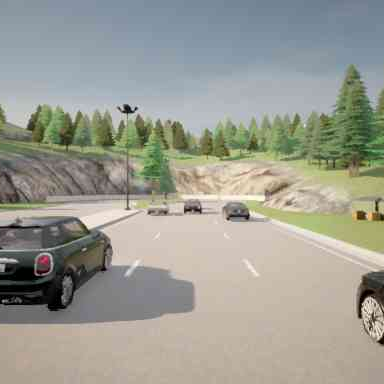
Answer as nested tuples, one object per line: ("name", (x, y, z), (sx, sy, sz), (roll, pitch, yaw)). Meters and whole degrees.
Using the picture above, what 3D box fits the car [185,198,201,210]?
("car", (0.187, 1.564, 44.473), (1.994, 1.385, 4.181), (0, 0, 2))

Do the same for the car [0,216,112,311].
("car", (-3.402, 1.352, 7.942), (2.097, 1.767, 4.553), (0, 0, 0))

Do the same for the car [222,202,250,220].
("car", (3.600, 1.547, 27.867), (2.033, 1.411, 5.357), (0, 0, 0))

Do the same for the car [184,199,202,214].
("car", (0.099, 1.601, 35.712), (1.895, 1.301, 4.718), (0, 0, 0))

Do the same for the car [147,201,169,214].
("car", (-3.400, 1.601, 34.356), (1.895, 1.301, 4.718), (0, 0, 0))

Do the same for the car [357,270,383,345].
("car", (3.597, 1.490, 3.493), (2.128, 1.511, 4.902), (0, 0, 0))
